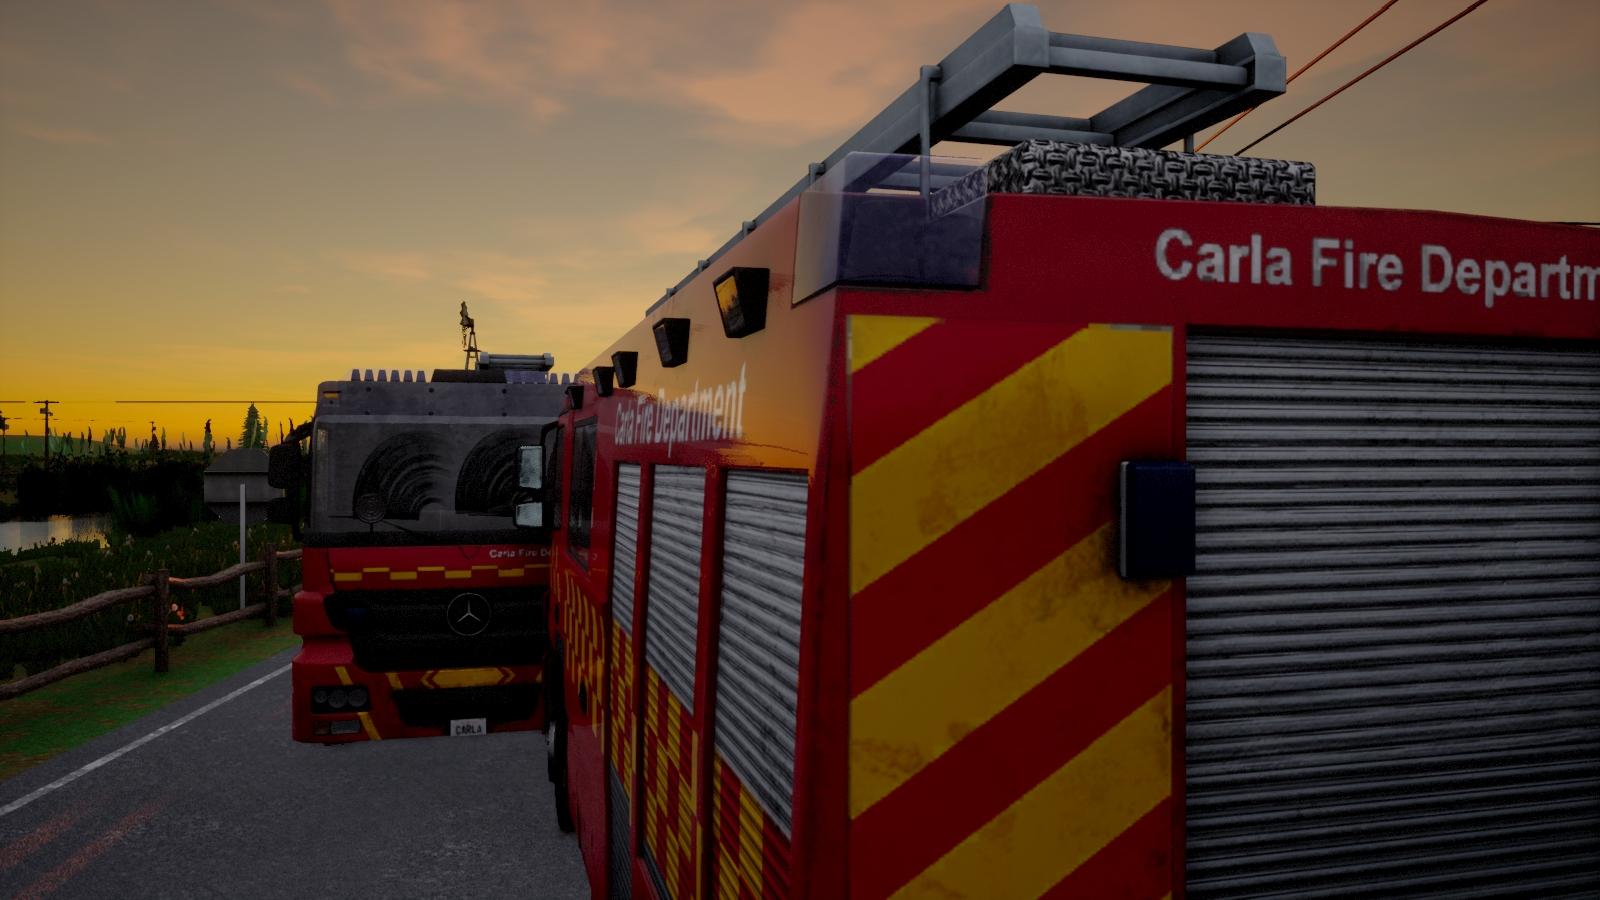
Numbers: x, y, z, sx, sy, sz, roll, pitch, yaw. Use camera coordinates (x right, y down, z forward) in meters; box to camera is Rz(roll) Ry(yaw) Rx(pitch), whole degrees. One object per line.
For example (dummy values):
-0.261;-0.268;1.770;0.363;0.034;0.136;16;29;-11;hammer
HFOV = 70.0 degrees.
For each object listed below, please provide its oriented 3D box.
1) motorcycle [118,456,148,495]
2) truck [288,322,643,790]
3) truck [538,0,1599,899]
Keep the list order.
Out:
-41.452;1.577;71.056;0.803;2.348;2.033;0;0;-4;motorcycle
-3.935;0.862;13.802;2.891;3.827;8.468;0;0;-16;truck
0.128;0.867;6.872;2.891;3.827;8.468;0;0;-16;truck
